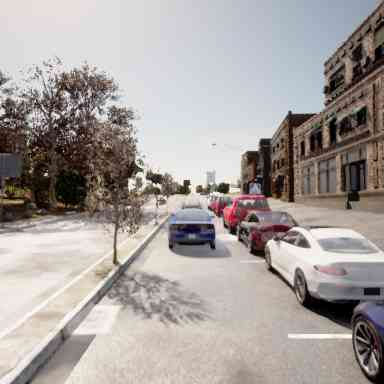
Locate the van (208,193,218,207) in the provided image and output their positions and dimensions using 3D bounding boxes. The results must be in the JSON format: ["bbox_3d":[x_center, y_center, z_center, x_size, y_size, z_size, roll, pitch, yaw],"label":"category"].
[{"bbox_3d":[3.050,1.212,35.783,1.878,1.987,4.442,0,0,0],"label":"van"}]

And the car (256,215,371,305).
[{"bbox_3d":[3.051,1.518,7.932,2.002,1.452,4.674,0,0,0],"label":"car"}]

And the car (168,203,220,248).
[{"bbox_3d":[0.000,1.481,14.664,1.882,1.535,5.008,0,0,0],"label":"car"}]

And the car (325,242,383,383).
[{"bbox_3d":[3.049,1.506,2.416,2.163,1.488,4.792,0,0,0],"label":"car"}]

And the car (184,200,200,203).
[{"bbox_3d":[0.000,1.469,29.673,2.128,1.511,4.902,0,0,0],"label":"car"}]

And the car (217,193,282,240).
[{"bbox_3d":[3.051,1.219,19.056,2.435,2.045,5.566,0,0,0],"label":"car"}]
